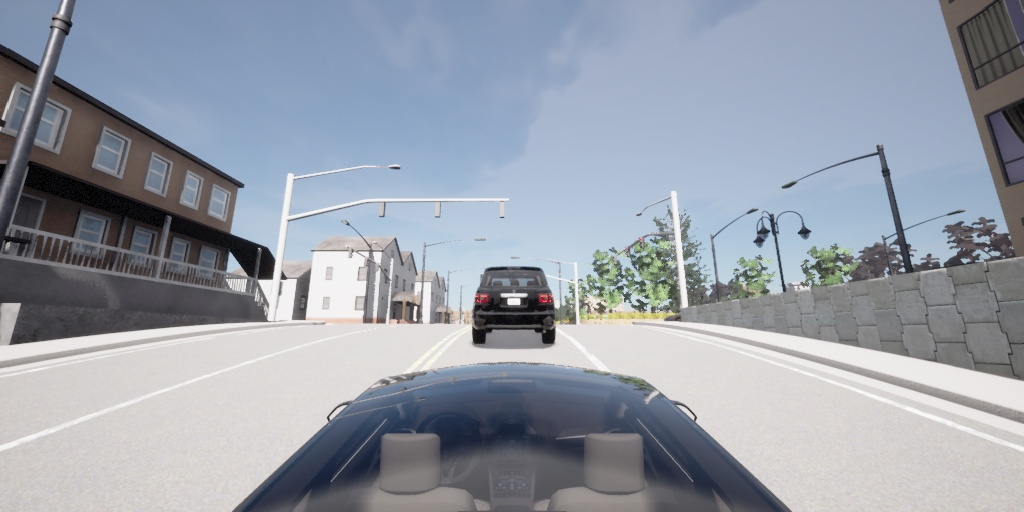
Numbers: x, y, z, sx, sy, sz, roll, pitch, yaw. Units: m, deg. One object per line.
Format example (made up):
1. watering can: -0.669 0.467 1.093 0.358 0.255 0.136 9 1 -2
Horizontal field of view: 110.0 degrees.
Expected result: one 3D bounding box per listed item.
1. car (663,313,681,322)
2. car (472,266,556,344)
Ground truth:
1. car: 15.825 5.450 31.723 4.553 1.767 2.097 0 -12 0
2. car: 0.050 1.501 11.158 2.150 2.045 5.566 0 -7 0
